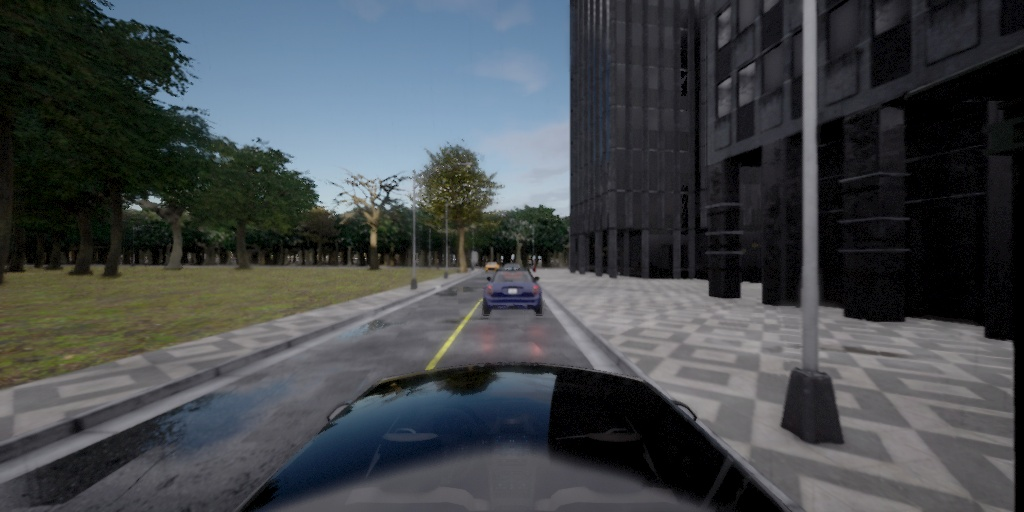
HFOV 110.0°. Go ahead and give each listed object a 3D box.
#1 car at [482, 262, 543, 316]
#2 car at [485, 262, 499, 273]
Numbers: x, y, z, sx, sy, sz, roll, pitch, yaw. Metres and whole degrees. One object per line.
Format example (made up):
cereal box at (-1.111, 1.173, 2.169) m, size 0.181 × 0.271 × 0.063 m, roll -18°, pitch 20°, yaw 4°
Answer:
car at (0.046, 1.214, 14.148) m, size 2.097 × 1.767 × 4.553 m, roll 0°, pitch -1°, yaw 1°
car at (-3.040, 1.678, 54.856) m, size 1.882 × 1.535 × 5.008 m, roll 0°, pitch -1°, yaw 1°
